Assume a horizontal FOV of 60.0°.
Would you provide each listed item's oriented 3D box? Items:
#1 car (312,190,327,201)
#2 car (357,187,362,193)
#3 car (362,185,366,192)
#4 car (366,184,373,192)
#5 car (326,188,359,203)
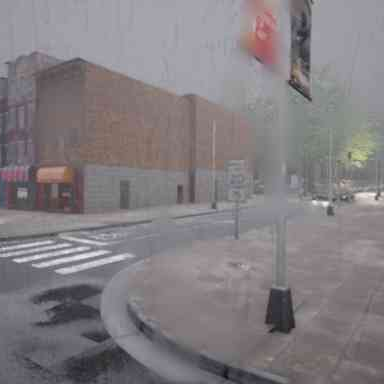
[{"bbox_3d":[16.424,0.406,41.471,1.994,1.385,4.181,1,2,36],"label":"car"},{"bbox_3d":[33.760,-0.384,70.018,2.008,1.369,4.403,3,3,36],"label":"car"},{"bbox_3d":[36.932,-0.486,74.449,1.947,1.339,4.313,3,3,36],"label":"car"},{"bbox_3d":[43.276,-0.695,83.311,1.802,1.307,4.206,3,3,36],"label":"car"},{"bbox_3d":[17.212,0.541,37.843,1.895,1.301,4.718,1,2,37],"label":"car"}]
